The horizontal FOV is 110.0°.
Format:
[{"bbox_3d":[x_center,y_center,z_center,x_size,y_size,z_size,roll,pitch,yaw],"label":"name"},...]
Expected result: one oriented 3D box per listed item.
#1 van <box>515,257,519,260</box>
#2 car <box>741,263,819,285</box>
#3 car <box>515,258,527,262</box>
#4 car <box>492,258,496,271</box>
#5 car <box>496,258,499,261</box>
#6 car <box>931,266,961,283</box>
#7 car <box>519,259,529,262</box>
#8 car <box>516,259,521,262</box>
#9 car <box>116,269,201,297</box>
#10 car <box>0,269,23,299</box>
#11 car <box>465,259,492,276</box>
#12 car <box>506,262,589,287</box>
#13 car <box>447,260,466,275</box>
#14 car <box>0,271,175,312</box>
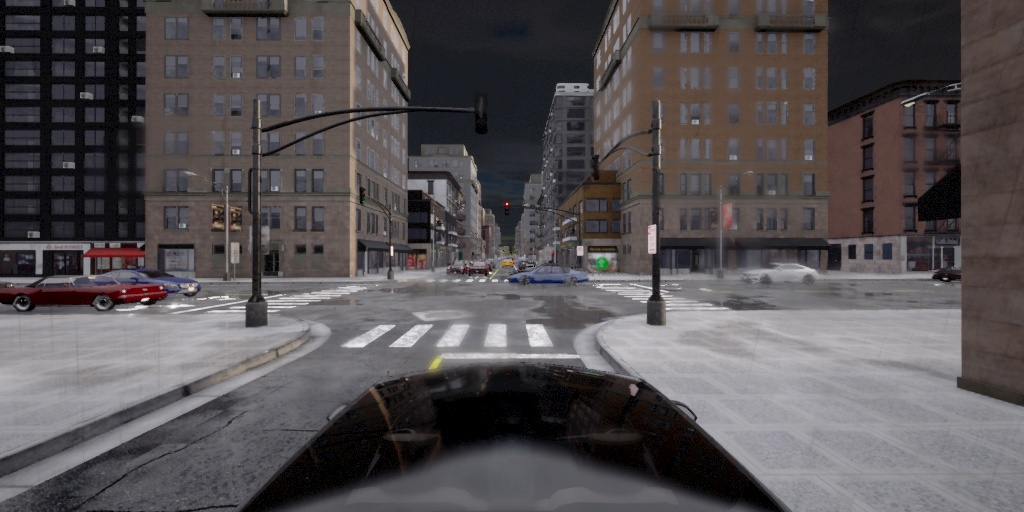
[{"bbox_3d":[1.869,1.173,61.763,1.690,1.789,3.998,0,0,0],"label":"van"},{"bbox_3d":[18.176,1.205,24.392,4.674,1.442,1.812,0,0,-1],"label":"car"},{"bbox_3d":[1.908,1.386,56.253,1.948,1.339,4.313,0,0,0],"label":"car"},{"bbox_3d":[-3.515,1.308,47.451,1.837,1.490,4.892,0,0,0],"label":"car"},{"bbox_3d":[-3.576,1.424,57.591,1.895,1.301,4.718,0,0,0],"label":"car"},{"bbox_3d":[32.287,1.167,24.558,5.357,1.411,2.033,0,0,-1],"label":"car"},{"bbox_3d":[2.024,1.355,39.720,1.948,1.339,4.313,0,0,0],"label":"car"},{"bbox_3d":[1.947,1.391,50.743,1.802,1.307,4.207,0,0,0],"label":"car"},{"bbox_3d":[-17.737,1.337,17.247,4.674,1.442,1.812,0,0,1],"label":"car"},{"bbox_3d":[-27.462,1.397,17.133,5.357,1.411,2.033,0,0,-1],"label":"car"},{"bbox_3d":[-3.451,1.265,37.858,1.882,1.535,5.008,0,0,0],"label":"car"},{"bbox_3d":[2.431,1.310,24.200,5.357,1.411,2.033,0,0,-1],"label":"car"},{"bbox_3d":[-6.001,1.229,39.664,1.967,1.591,4.097,0,0,0],"label":"car"},{"bbox_3d":[-16.565,1.401,14.018,4.718,1.301,1.895,0,0,-1],"label":"car"}]
